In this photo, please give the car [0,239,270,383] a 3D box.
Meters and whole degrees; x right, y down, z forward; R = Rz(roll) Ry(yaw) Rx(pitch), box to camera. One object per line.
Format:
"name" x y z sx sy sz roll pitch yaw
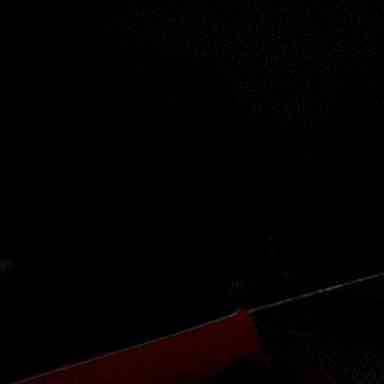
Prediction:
"car" -1.539 1.350 2.565 4.553 1.767 2.097 1 0 -35
